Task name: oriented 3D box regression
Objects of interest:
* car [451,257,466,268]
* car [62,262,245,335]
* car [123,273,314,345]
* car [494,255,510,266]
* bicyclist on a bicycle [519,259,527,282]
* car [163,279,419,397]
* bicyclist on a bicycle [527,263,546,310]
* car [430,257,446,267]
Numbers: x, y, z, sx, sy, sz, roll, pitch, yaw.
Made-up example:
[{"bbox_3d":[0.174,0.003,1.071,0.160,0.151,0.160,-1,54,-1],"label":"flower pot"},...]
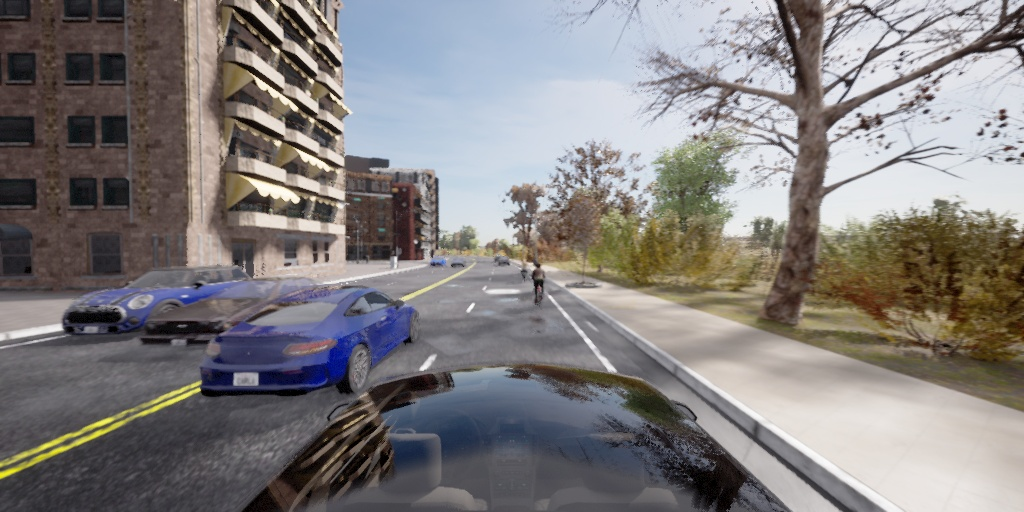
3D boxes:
[{"bbox_3d":[-7.568,0.911,51.134,2.033,1.411,5.357,0,1,-3],"label":"car"},{"bbox_3d":[-9.769,1.097,10.558,2.097,1.767,4.553,0,1,0],"label":"car"},{"bbox_3d":[-6.511,1.276,9.671,2.033,1.411,5.357,0,1,0],"label":"car"},{"bbox_3d":[-1.361,0.794,58.288,2.033,1.411,5.357,0,1,-4],"label":"car"},{"bbox_3d":[0.853,0.979,24.274,0.866,1.612,1.509,0,1,-1],"label":"bicyclist on a bicycle"},{"bbox_3d":[-3.091,1.256,6.493,1.812,1.442,4.674,0,1,0],"label":"car"},{"bbox_3d":[0.983,1.095,13.060,0.582,1.620,1.656,0,0,0],"label":"bicyclist on a bicycle"},{"bbox_3d":[-10.942,0.849,53.273,1.882,1.535,5.008,0,1,-3],"label":"car"}]
